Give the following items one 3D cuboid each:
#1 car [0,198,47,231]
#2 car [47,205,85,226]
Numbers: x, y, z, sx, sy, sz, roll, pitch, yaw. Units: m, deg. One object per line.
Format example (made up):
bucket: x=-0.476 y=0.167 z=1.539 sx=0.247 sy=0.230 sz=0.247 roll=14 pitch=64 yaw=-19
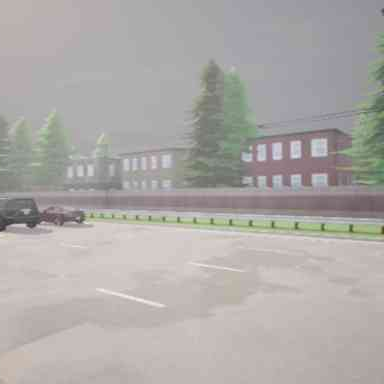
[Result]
car: x=-12.316 y=1.395 z=22.015 sx=5.566 sy=2.045 sz=2.150 roll=-1 pitch=0 yaw=37
car: x=-9.735 y=1.674 z=24.458 sx=4.674 sy=1.442 sz=1.812 roll=-1 pitch=0 yaw=37
